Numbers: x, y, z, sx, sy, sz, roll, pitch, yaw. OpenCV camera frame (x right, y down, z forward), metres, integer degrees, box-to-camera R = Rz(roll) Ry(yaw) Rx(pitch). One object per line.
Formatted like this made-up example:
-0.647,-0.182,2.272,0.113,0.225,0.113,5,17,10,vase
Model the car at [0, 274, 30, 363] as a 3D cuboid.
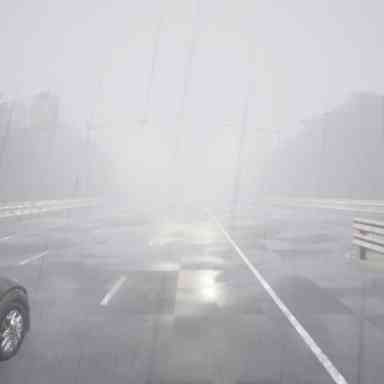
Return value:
-3.401,1.335,2.993,2.097,1.767,4.553,0,0,0,car
